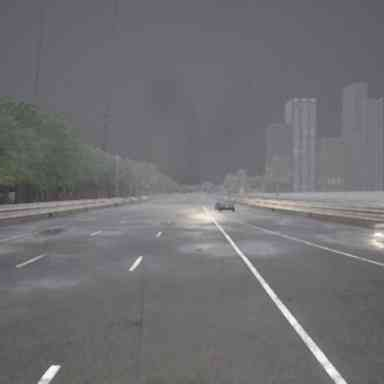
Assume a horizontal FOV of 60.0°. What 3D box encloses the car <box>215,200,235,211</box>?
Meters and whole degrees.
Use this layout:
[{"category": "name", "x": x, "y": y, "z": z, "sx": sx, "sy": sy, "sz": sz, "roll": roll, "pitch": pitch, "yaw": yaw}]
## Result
[{"category": "car", "x": 3.962, "y": 1.623, "z": 40.724, "sx": 1.994, "sy": 1.385, "sz": 4.181, "roll": 0, "pitch": 0, "yaw": -3}]
